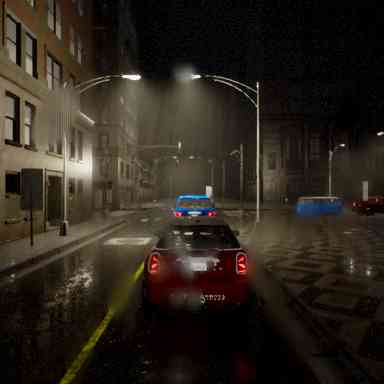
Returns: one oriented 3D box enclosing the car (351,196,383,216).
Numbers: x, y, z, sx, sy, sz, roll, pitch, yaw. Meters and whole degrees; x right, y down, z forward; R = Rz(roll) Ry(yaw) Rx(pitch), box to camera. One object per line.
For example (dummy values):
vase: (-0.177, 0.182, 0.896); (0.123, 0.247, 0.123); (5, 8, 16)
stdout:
car: (17.421, 1.323, 30.842); (5.009, 1.841, 2.192); (0, 0, -1)

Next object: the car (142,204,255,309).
car: (0.116, 1.347, 8.030); (2.097, 1.767, 4.553); (0, 0, 0)

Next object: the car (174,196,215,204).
car: (0.132, 1.208, 17.887); (2.150, 2.045, 5.566); (0, 0, 0)

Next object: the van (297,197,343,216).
van: (11.780, 1.350, 30.766); (3.998, 1.788, 1.690); (0, 0, -1)
